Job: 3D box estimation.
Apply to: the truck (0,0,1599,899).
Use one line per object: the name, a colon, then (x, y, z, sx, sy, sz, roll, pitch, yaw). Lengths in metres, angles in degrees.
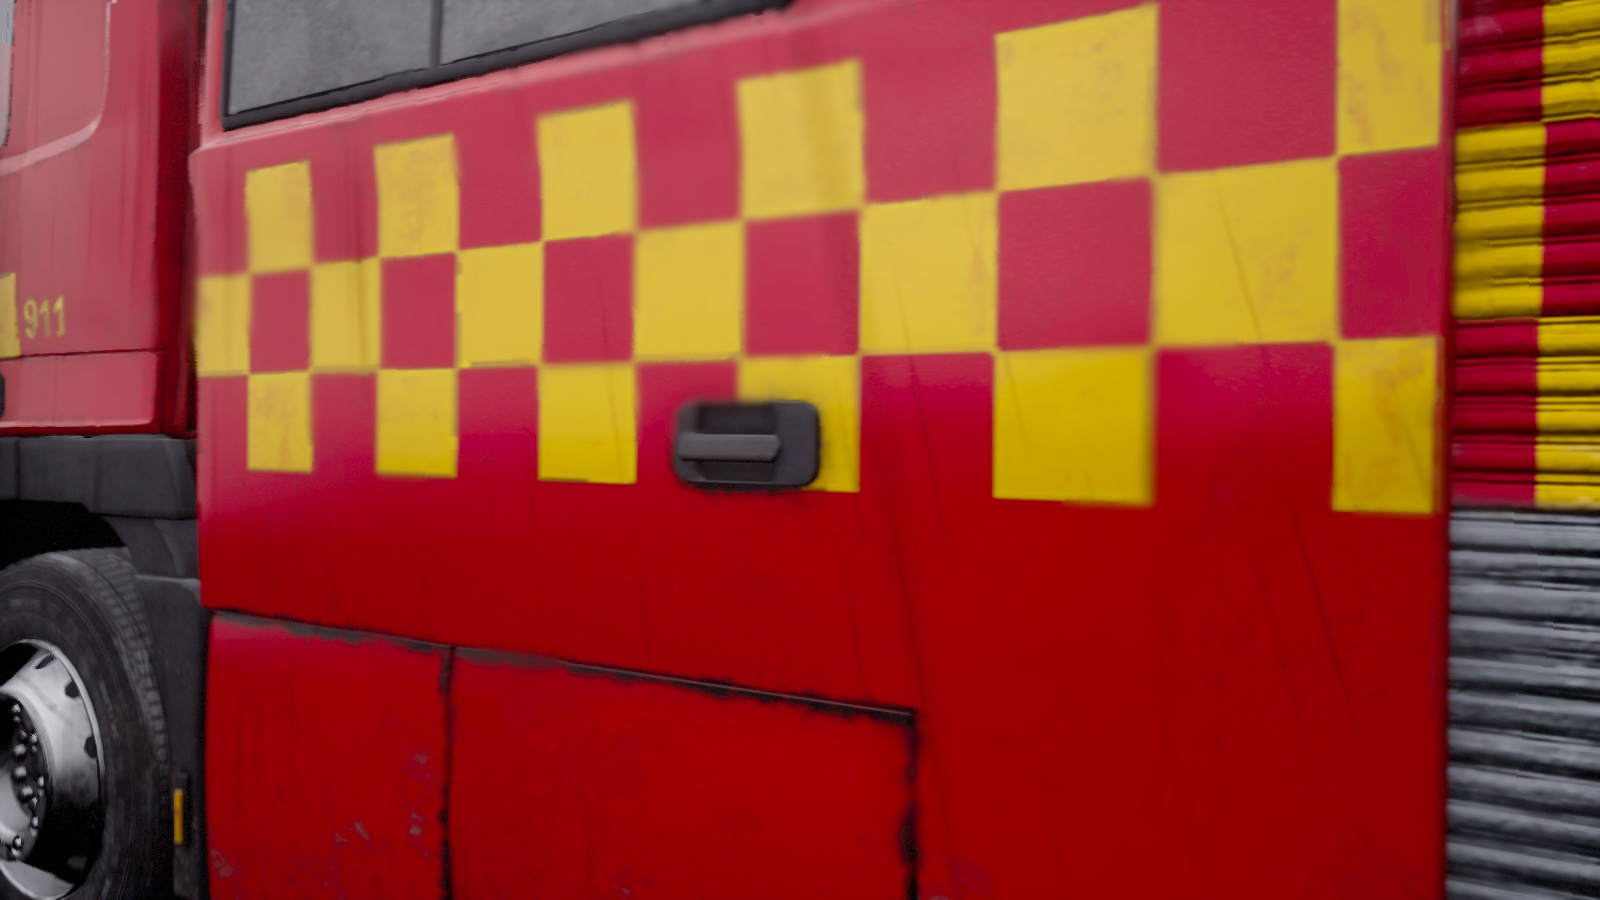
truck: (0.442, -0.466, 3.307, 8.468, 3.827, 2.891, 0, 1, 34)
